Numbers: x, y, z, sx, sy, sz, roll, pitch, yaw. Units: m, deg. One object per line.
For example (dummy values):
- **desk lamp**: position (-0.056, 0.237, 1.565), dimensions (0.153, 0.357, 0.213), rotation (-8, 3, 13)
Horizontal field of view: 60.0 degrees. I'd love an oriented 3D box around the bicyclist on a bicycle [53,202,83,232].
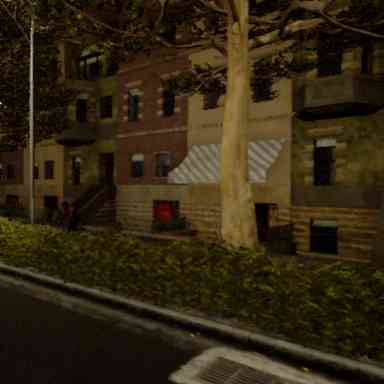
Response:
- **bicyclist on a bicycle**: position (-4.280, 1.163, 11.566), dimensions (0.582, 1.620, 1.656), rotation (1, 0, 35)
